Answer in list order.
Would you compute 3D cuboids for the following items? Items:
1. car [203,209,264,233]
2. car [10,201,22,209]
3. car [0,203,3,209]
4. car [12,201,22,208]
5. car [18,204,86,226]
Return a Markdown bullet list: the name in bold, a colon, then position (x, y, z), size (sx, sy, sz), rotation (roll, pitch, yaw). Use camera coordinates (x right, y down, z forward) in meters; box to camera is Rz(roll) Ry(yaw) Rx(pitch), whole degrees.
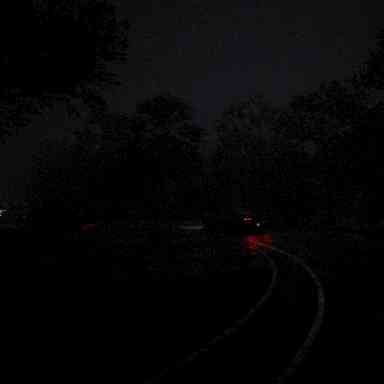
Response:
- **car**: position (2.679, 1.827, 22.116), size (1.812, 1.442, 4.674), rotation (1, -1, -36)
- **car**: position (-31.129, 2.559, 58.816), size (1.812, 1.442, 4.674), rotation (0, -1, -27)
- **car**: position (-38.670, 2.847, 65.993), size (1.837, 1.490, 4.892), rotation (0, -1, -27)
- **car**: position (-38.073, 2.767, 72.579), size (1.837, 1.490, 4.892), rotation (0, -1, -27)
- **car**: position (-11.556, 2.010, 27.994), size (5.008, 1.535, 1.882), rotation (0, -1, -4)
